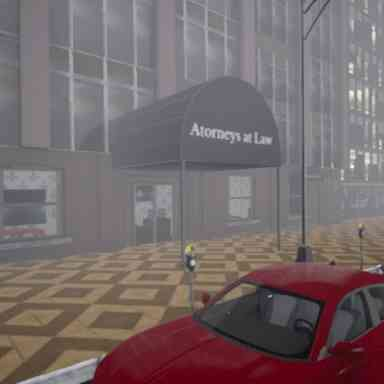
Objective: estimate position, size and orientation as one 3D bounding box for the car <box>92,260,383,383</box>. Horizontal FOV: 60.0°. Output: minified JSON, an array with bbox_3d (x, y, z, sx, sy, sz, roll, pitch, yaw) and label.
[{"bbox_3d":[1.164,1.543,3.642,4.507,1.381,1.887,0,-1,-39],"label":"car"}]
